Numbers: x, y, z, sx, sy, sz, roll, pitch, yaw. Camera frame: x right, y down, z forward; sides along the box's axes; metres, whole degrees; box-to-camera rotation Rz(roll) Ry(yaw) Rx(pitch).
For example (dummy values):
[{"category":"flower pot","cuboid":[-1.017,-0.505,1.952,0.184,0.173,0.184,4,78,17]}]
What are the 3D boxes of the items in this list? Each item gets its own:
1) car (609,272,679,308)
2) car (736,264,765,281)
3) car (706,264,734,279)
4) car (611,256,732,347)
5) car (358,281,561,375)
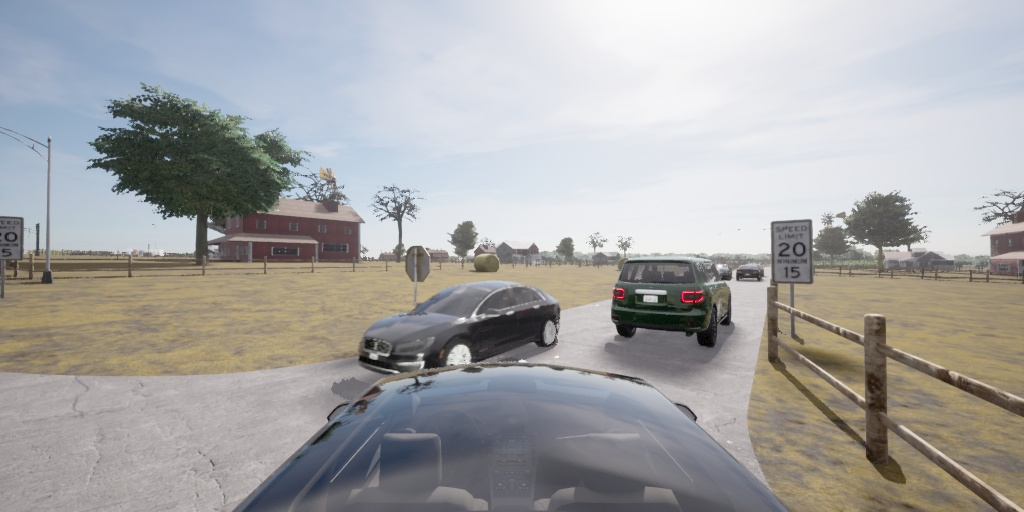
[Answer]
[{"category":"car","cuboid":[6.470,1.520,17.255,1.895,1.301,4.718,-1,-1,36]},{"category":"car","cuboid":[23.036,1.567,34.813,1.882,1.535,5.008,-1,-1,37]},{"category":"car","cuboid":[23.063,1.658,39.579,2.128,1.511,4.902,-1,-1,37]},{"category":"car","cuboid":[4.593,1.043,9.920,2.150,2.045,5.566,-1,-1,36]},{"category":"car","cuboid":[-0.709,1.326,7.528,1.837,1.490,4.892,-1,-1,36]}]
